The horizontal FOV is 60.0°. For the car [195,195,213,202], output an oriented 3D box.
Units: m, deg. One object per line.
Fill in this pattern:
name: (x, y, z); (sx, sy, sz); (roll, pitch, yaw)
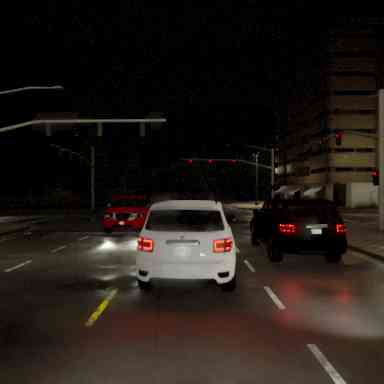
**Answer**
car: (2.670, 1.494, 73.982); (1.837, 1.490, 4.892); (0, 0, 31)

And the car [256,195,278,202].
car: (18.202, 1.533, 80.233); (5.357, 1.411, 2.033); (0, 0, -34)

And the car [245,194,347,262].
car: (3.577, 1.220, 12.180); (2.150, 2.045, 5.566); (0, 0, 0)

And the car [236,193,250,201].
car: (13.073, 1.219, 80.741); (5.566, 2.045, 2.150); (0, 0, -41)

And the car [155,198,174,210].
car: (-3.571, 1.544, 44.464); (2.033, 1.411, 5.357); (0, 0, 1)

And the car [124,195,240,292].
car: (0.016, 1.221, 9.154); (2.150, 2.045, 5.566); (0, 0, 4)

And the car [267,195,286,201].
car: (21.840, 1.517, 86.259); (4.674, 1.442, 1.812); (0, 0, -22)

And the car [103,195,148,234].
car: (-3.596, 1.219, 19.667); (2.150, 2.045, 5.566); (0, 0, 0)

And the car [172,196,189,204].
car: (-2.136, 1.501, 62.230); (1.837, 1.490, 4.892); (0, 0, 15)
